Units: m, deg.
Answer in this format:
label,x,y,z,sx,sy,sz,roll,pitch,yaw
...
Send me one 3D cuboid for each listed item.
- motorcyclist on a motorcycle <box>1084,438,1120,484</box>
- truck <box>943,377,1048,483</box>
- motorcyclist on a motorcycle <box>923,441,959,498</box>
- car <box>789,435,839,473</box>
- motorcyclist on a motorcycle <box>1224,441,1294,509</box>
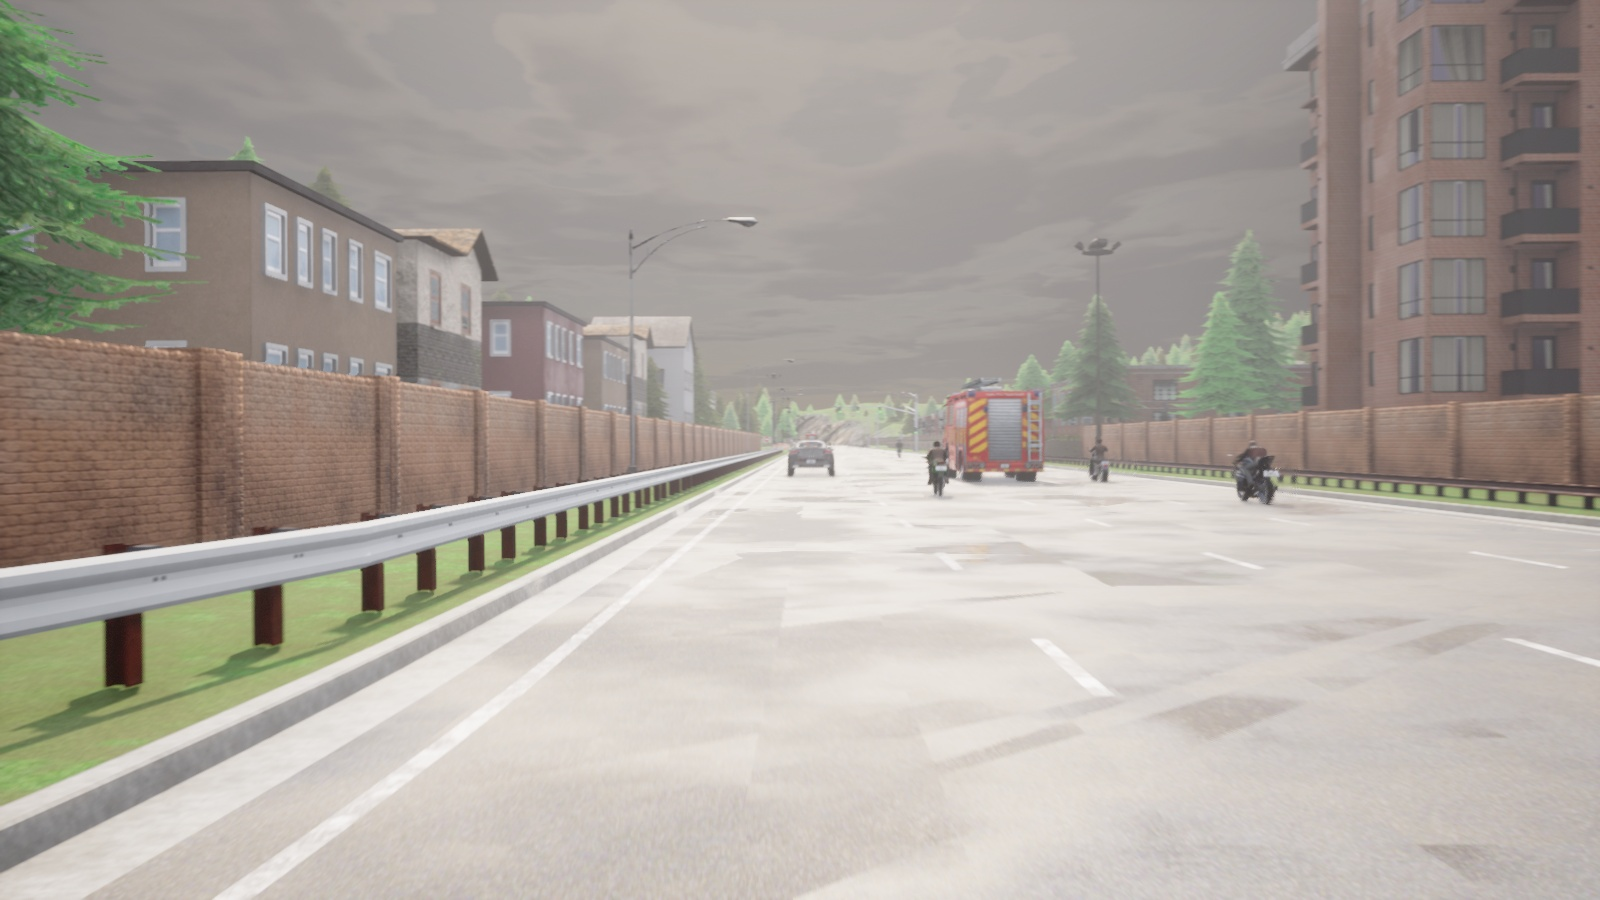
label,x,y,z,sx,sy,sz,roll,pitch,yaw
motorcyclist on a motorcycle,11.008,0.381,45.845,0.766,1.649,2.350,0,0,1
truck,7.549,-0.746,49.601,2.891,3.827,8.468,0,0,1
motorcyclist on a motorcycle,3.873,0.504,34.615,0.797,1.523,2.044,0,0,1
car,0.644,0.171,57.366,2.152,1.651,5.027,0,0,1
motorcyclist on a motorcycle,10.815,0.566,29.651,0.866,1.530,2.191,0,0,1
